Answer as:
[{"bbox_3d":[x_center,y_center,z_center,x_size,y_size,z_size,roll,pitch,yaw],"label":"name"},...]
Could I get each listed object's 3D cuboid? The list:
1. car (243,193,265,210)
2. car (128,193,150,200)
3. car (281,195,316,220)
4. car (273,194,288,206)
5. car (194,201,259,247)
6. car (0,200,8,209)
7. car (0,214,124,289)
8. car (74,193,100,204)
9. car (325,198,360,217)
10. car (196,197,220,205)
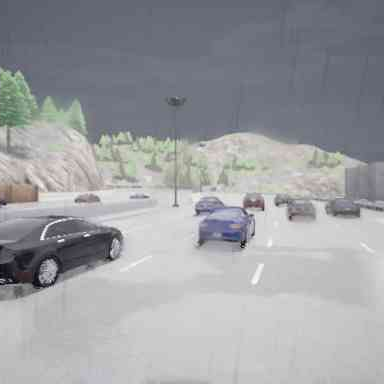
[{"bbox_3d":[6.284,0.836,33.871,2.097,1.767,4.553,0,1,11],"label":"car"},{"bbox_3d":[-6.700,0.864,42.063,1.994,1.385,4.181,0,1,9],"label":"car"},{"bbox_3d":[7.953,1.187,24.538,2.033,1.411,5.357,0,1,13],"label":"car"},{"bbox_3d":[10.856,0.952,39.985,2.033,1.411,5.357,0,1,8],"label":"car"},{"bbox_3d":[1.535,1.309,13.823,1.812,1.442,4.674,1,1,16],"label":"car"},{"bbox_3d":[-19.551,1.029,30.715,1.895,1.301,4.718,0,1,13],"label":"car"},{"bbox_3d":[-3.602,1.346,8.899,1.837,1.490,4.892,1,1,17],"label":"car"},{"bbox_3d":[-13.582,0.816,43.324,1.994,1.385,4.181,0,1,9],"label":"car"},{"bbox_3d":[11.972,1.186,26.631,1.994,1.385,4.181,0,1,12],"label":"car"},{"bbox_3d":[1.526,1.109,27.803,2.033,1.411,5.357,0,1,12],"label":"car"}]
